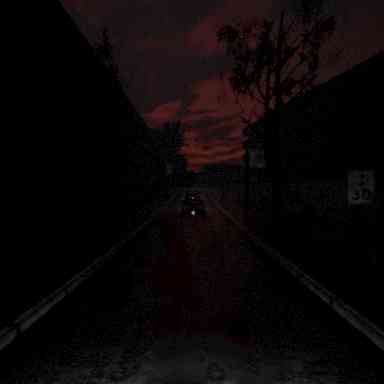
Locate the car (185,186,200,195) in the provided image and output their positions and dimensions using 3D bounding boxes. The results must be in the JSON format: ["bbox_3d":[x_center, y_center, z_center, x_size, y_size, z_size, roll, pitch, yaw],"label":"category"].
[{"bbox_3d":[0.088,0.425,42.903,1.812,1.442,4.674,0,3,0],"label":"car"}]

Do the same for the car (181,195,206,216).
[{"bbox_3d":[0.093,1.189,27.064,1.895,1.301,4.718,0,2,0],"label":"car"}]
